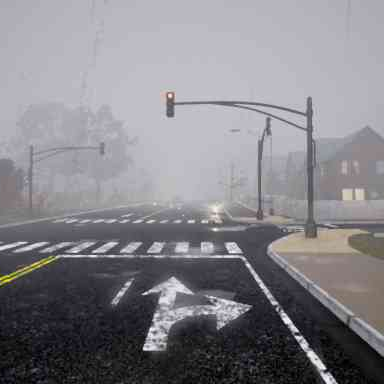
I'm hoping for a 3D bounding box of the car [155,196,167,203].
[{"bbox_3d":[-6.319,1.497,68.173,1.882,1.535,5.008,0,0,5],"label":"car"}]

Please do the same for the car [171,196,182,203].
[{"bbox_3d":[-3.085,1.536,67.855,1.812,1.442,4.674,0,0,5],"label":"car"}]
